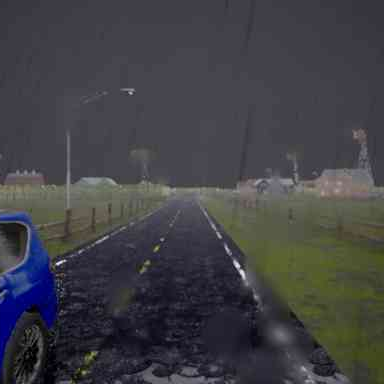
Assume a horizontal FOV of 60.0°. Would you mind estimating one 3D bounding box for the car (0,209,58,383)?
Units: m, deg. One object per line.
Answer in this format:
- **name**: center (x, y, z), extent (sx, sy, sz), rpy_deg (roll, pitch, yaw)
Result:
- **car**: center (-2.843, 1.216, 2.121), extent (2.150, 2.045, 5.566), rpy_deg (0, 0, 1)
